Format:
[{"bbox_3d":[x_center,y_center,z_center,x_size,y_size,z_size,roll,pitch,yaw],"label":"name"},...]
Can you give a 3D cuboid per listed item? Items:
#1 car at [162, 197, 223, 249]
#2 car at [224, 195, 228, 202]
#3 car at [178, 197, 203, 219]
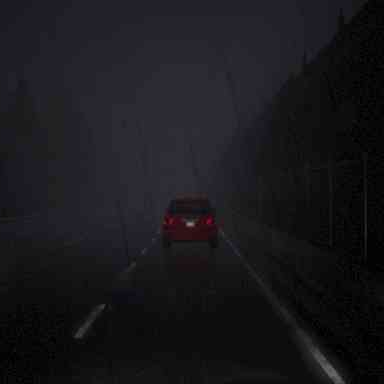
[{"bbox_3d":[-0.074,1.255,14.708,2.150,2.045,5.566,0,0,0],"label":"car"},{"bbox_3d":[10.536,1.534,75.682,5.357,1.411,2.033,0,0,-32],"label":"car"},{"bbox_3d":[-0.154,1.364,29.648,2.097,1.767,4.553,0,0,0],"label":"car"}]
